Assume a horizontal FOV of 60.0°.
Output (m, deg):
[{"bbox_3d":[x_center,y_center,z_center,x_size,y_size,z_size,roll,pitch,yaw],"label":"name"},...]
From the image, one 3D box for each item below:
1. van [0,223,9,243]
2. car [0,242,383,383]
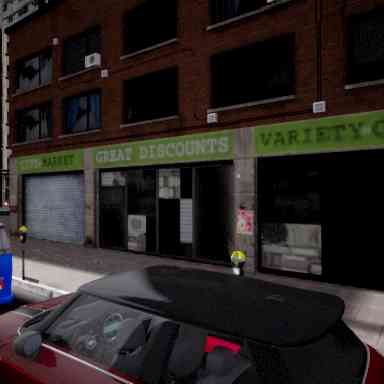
[{"bbox_3d":[-5.084,1.343,6.357,3.998,1.788,1.690,0,0,36],"label":"van"},{"bbox_3d":[-0.453,1.440,3.050,4.097,1.590,1.967,0,0,36],"label":"car"}]
